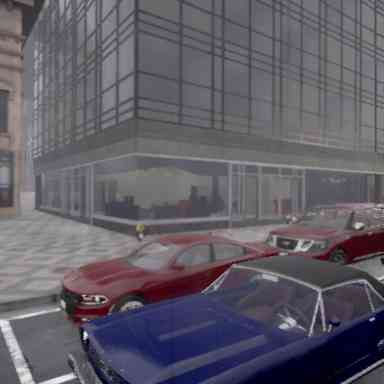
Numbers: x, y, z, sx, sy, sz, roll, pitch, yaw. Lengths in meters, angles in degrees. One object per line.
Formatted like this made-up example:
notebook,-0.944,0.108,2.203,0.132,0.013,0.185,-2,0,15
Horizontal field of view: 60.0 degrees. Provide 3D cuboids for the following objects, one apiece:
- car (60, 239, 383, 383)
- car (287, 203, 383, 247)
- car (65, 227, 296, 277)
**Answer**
car,1.058,1.592,4.122,4.718,1.301,1.895,0,0,-35
car,4.365,1.289,9.868,5.009,1.841,2.192,0,1,-35
car,-0.215,1.535,6.603,4.507,1.381,1.887,0,1,-35
